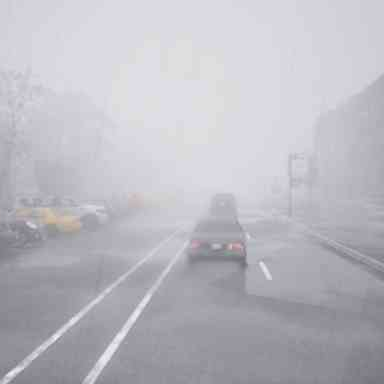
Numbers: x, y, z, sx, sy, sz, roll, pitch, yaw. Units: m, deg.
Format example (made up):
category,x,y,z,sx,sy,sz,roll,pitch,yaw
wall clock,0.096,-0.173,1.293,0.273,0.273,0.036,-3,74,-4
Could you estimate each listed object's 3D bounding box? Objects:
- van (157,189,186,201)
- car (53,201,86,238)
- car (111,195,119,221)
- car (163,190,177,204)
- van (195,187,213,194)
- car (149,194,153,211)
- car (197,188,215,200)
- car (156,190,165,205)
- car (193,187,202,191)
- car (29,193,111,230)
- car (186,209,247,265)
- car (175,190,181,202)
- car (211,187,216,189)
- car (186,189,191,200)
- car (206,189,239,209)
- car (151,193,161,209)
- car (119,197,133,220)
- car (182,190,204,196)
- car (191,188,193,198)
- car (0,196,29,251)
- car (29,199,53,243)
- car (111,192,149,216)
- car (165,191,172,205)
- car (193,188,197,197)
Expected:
category,x,y,z,sx,sy,sz,roll,pitch,yaw
van,-3.771,0.525,52.023,4.442,1.987,1.878,-1,2,-12
car,-8.320,1.476,16.620,5.366,1.575,1.946,-1,1,-14
car,-7.483,1.302,22.600,4.553,1.767,2.185,-1,1,-14
car,-4.924,0.979,43.236,5.008,1.535,2.097,-1,2,-12
van,3.219,-0.391,90.085,4.442,1.987,1.878,-1,1,-9
car,-6.483,1.280,31.461,4.892,1.521,2.231,-1,1,-13
car,2.641,0.589,58.171,1.837,1.490,4.892,0,1,10
car,-5.757,1.008,37.348,4.553,1.767,2.185,-1,1,-13
car,-0.788,0.310,69.651,4.892,1.521,2.231,-1,1,-10
car,-7.808,1.206,19.647,5.566,2.045,2.435,-1,0,-14
car,0.921,1.540,11.635,2.033,1.411,5.357,0,0,6
car,-4.524,0.902,46.186,5.008,1.535,2.097,-1,1,-12
car,2.701,-0.105,87.188,5.366,1.575,1.946,-1,1,-9
car,-3.210,0.673,54.998,5.008,1.535,2.097,-1,1,-11
car,2.645,1.069,27.545,2.150,2.045,5.566,0,1,7
car,-6.102,1.209,34.405,5.008,1.535,2.097,-1,2,-13
car,-7.205,1.419,25.539,4.792,1.488,2.163,-1,1,-14
car,0.270,0.209,75.496,4.674,1.452,2.002,-1,1,-10
car,-2.711,0.472,57.924,4.553,1.767,2.185,-1,2,-11
car,-8.698,1.236,10.774,5.566,2.045,2.435,-1,0,-15
car,-8.469,1.360,13.712,4.553,1.767,2.185,-1,0,-15
car,-6.863,1.088,28.489,5.566,2.045,2.435,-1,1,-13
car,-5.516,1.057,40.255,5.366,1.575,1.946,-1,2,-12
car,-2.263,0.524,60.857,5.008,1.535,2.097,-1,2,-11
